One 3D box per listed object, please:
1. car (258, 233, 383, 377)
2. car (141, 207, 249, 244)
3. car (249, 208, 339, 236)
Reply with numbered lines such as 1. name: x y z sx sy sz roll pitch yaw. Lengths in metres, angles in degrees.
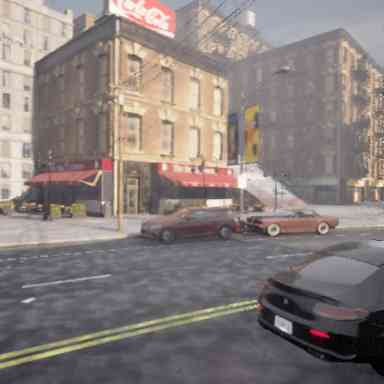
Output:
1. car: 3.196 1.518 5.312 4.674 1.442 1.812 0 0 -28
2. car: -0.005 1.434 15.274 4.674 1.452 2.002 0 0 -27
3. car: 5.222 1.537 17.622 4.718 1.301 1.895 0 0 -17
